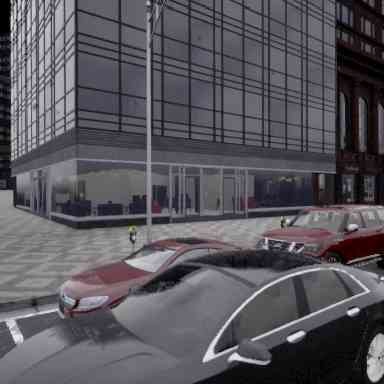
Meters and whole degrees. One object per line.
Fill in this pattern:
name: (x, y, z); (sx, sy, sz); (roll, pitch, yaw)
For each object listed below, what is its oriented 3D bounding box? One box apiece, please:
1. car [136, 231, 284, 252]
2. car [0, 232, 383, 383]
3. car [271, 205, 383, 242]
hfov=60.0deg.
car: (-0.338, 1.582, 6.419); (4.206, 1.307, 1.802); (0, 0, -36)
car: (0.472, 1.504, 3.720); (4.892, 1.490, 1.837); (0, 0, -36)
car: (4.074, 1.315, 9.578); (5.009, 1.841, 2.192); (0, 0, -36)
